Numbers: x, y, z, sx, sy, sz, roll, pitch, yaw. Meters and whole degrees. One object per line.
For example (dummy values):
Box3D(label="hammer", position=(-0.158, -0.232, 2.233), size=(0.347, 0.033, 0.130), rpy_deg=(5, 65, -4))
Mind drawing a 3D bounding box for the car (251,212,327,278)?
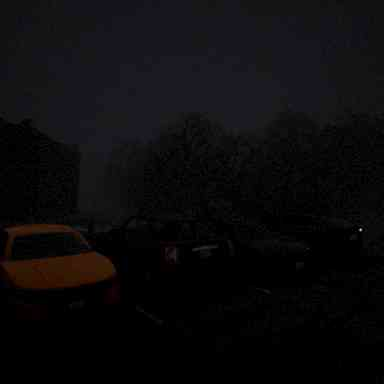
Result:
Box3D(label="car", position=(1.329, 1.455, 10.356), size=(2.163, 1.488, 4.792), rpy_deg=(-1, 0, -35))

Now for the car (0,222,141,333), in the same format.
Box3D(label="car", position=(-3.223, 1.474, 7.154), size=(2.097, 1.535, 5.008), rpy_deg=(0, 0, -35))

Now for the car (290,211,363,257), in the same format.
Box3D(label="car", position=(3.562, 1.426, 12.020), size=(2.163, 1.488, 4.792), rpy_deg=(-1, 0, -35))

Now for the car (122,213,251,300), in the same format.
Box3D(label="car", position=(-0.939, 1.327, 8.737), size=(2.185, 1.767, 4.553), rpy_deg=(-1, 0, -35))
